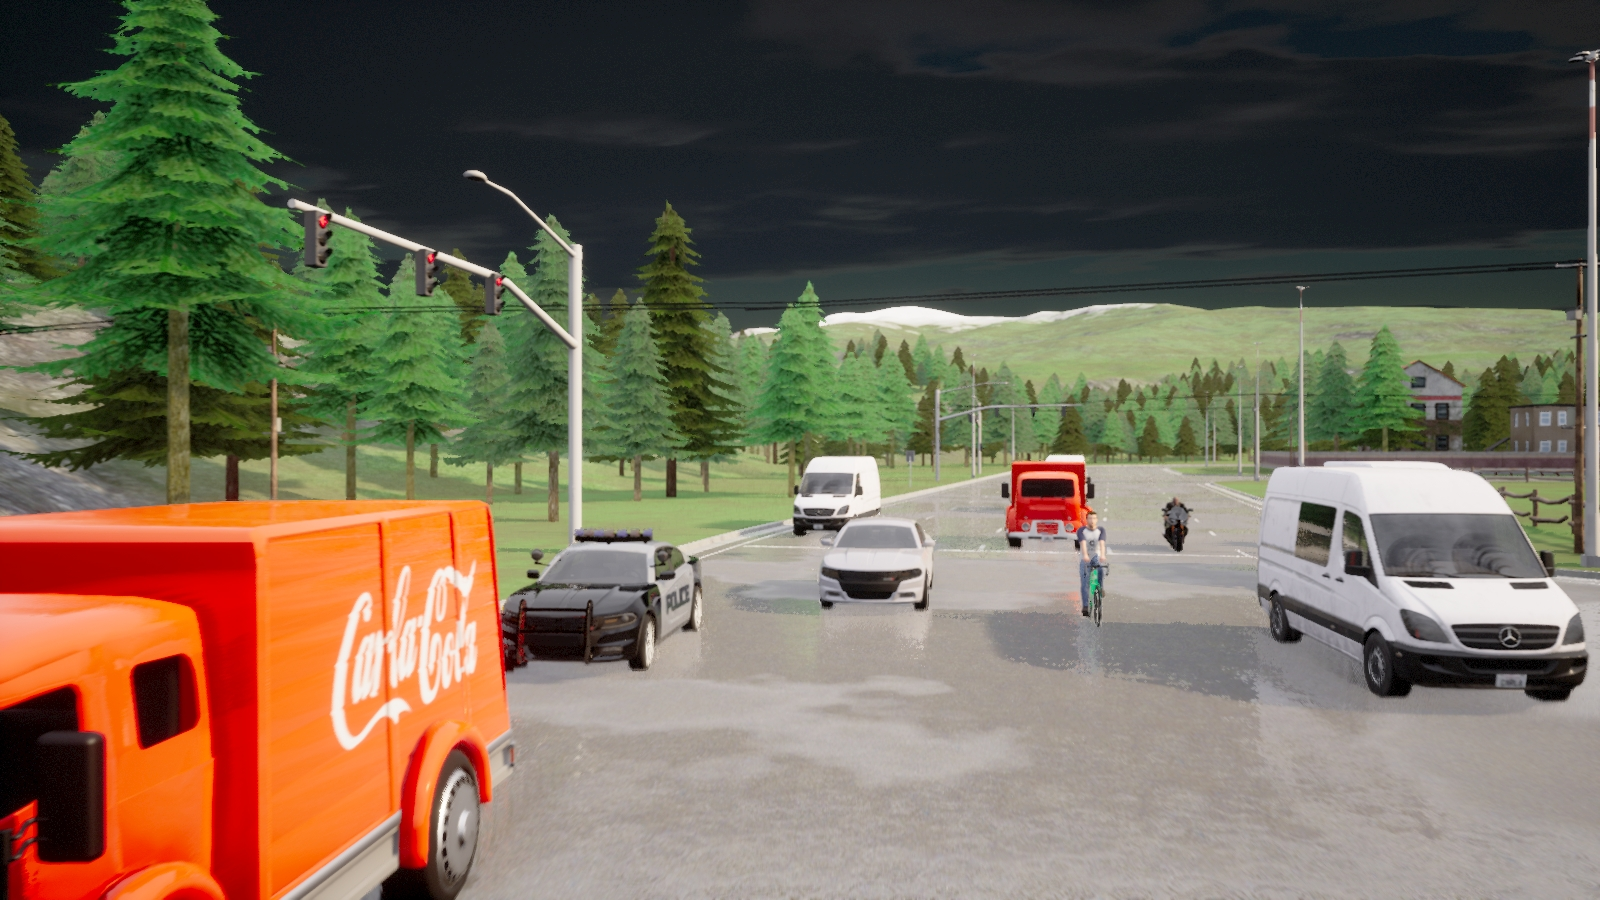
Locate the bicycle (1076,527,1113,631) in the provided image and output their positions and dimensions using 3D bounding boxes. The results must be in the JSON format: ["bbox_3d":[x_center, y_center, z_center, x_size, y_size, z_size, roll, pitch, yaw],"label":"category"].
[{"bbox_3d":[4.757,2.050,18.515,0.373,1.496,1.643,0,0,7],"label":"bicycle"}]

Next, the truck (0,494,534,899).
[{"bbox_3d":[-3.402,1.565,5.921,2.627,2.467,5.204,0,0,3],"label":"truck"}]

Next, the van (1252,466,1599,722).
[{"bbox_3d":[7.742,1.529,14.823,1.988,2.561,5.915,0,0,6],"label":"van"}]

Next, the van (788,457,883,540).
[{"bbox_3d":[1.304,1.521,38.604,1.988,2.561,5.915,0,0,14],"label":"van"}]

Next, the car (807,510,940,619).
[{"bbox_3d":[1.524,2.027,21.554,2.097,1.535,5.006,0,0,8],"label":"car"}]

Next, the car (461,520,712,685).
[{"bbox_3d":[-2.767,1.976,16.278,2.097,1.638,5.238,0,0,6],"label":"car"}]

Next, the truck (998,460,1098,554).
[{"bbox_3d":[7.253,1.559,33.384,2.627,2.467,5.204,0,0,13],"label":"truck"}]

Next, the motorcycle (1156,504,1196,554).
[{"bbox_3d":[10.541,2.195,32.068,0.867,1.251,2.209,0,0,13],"label":"motorcycle"}]
